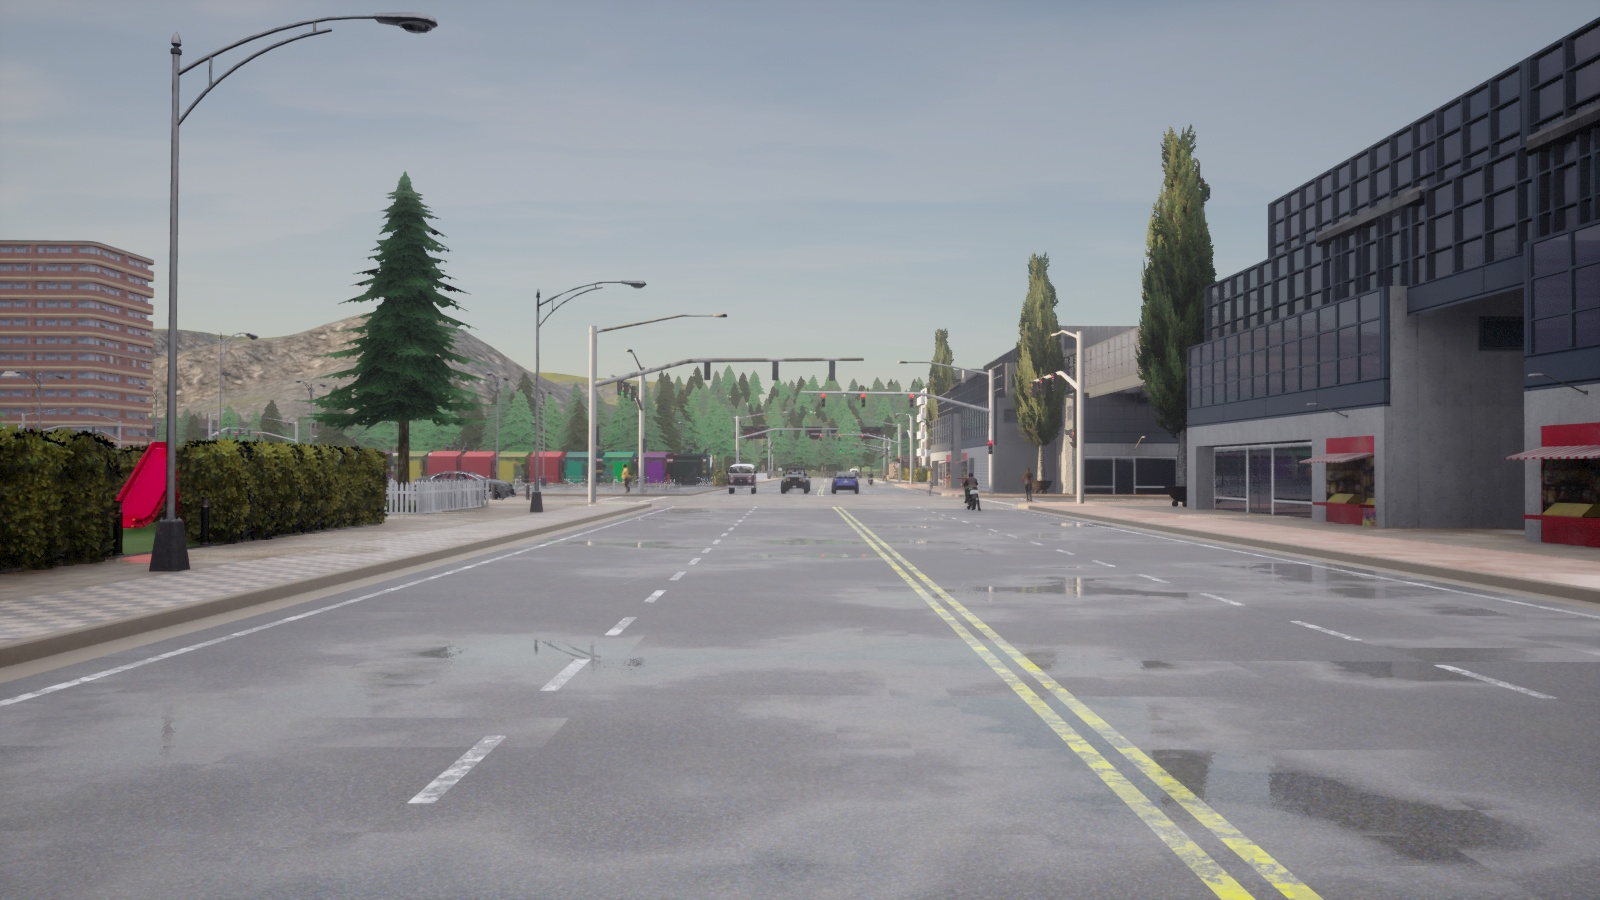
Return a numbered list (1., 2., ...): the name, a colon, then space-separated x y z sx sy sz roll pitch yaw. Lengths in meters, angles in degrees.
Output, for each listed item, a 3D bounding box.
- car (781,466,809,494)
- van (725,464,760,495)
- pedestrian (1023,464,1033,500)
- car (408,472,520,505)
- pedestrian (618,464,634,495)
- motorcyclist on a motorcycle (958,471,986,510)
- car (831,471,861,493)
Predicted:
1. car: -0.334 2.079 87.593 1.905 1.878 3.866 0 -1 1
2. van: -3.870 1.979 85.083 2.069 2.038 4.480 0 -1 1
3. pedestrian: 11.772 1.638 64.732 0.328 1.805 0.869 0 -1 -2
4. car: -16.275 1.858 61.007 4.902 1.511 2.128 0 -1 0
5. pedestrian: -10.519 1.787 75.921 0.900 1.855 0.874 0 -1 -4
6. motorcyclist on a motorcycle: 6.870 1.612 50.285 0.797 1.523 2.044 0 -1 0
7. car: 3.176 2.223 88.022 2.007 1.525 4.514 0 -1 1
